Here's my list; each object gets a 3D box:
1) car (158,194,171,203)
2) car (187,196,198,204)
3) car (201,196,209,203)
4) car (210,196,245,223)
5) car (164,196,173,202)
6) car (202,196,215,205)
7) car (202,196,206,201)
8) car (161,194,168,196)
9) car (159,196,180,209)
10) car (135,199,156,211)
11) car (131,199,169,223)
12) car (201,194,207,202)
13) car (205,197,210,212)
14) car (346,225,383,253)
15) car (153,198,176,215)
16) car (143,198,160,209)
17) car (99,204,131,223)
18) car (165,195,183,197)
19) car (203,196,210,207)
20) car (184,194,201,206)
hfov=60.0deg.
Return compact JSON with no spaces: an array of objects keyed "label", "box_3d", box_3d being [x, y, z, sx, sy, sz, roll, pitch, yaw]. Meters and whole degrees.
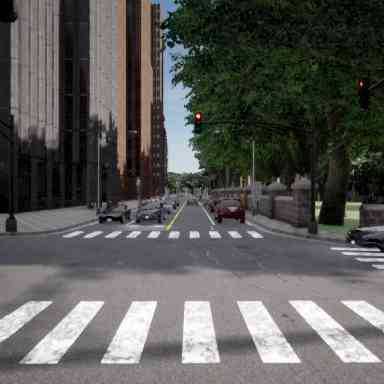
[{"label":"car","box_3d":[-5.678,1.357,68.880,2.192,1.841,5.009,0,0,0]},{"label":"car","box_3d":[0.081,1.602,65.761,1.994,1.385,4.181,0,0,0]},{"label":"car","box_3d":[2.854,1.573,74.501,1.752,1.417,4.829,0,0,0]},{"label":"car","box_3d":[2.794,1.319,25.223,2.192,1.841,5.009,0,0,0]},{"label":"car","box_3d":[-5.665,1.599,79.794,1.887,1.381,4.507,0,0,0]},{"label":"car","box_3d":[2.834,1.472,57.962,1.967,1.590,4.097,0,0,0]},{"label":"car","box_3d":[2.821,1.573,47.049,2.008,1.369,4.403,0,0,0]},{"label":"car","box_3d":[-5.685,1.618,63.423,1.802,1.307,4.206,0,0,0]},{"label":"car","box_3d":[-3.038,1.583,43.952,1.994,1.385,4.181,0,0,0]},{"label":"car","box_3d":[-5.711,1.568,41.595,2.008,1.369,4.403,0,0,0]},{"label":"car","box_3d":[-3.075,1.509,25.495,1.837,1.490,4.892,0,0,1]},{"label":"car","box_3d":[2.827,1.467,52.505,1.967,1.590,4.097,0,0,0]},{"label":"car","box_3d":[2.807,1.579,36.135,1.947,1.339,4.313,0,0,0]},{"label":"car","box_3d":[9.365,1.761,13.639,5.357,1.411,2.033,1,0,4]},{"label":"car","box_3d":[-3.056,1.612,34.751,1.895,1.301,4.718,0,0,0]},{"label":"car","box_3d":[-5.705,1.604,47.052,1.802,1.307,4.206,0,0,0]},{"label":"car","box_3d":[-5.731,1.570,25.224,1.947,1.339,4.313,0,0,0]},{"label":"car","box_3d":[-2.988,1.576,54.096,2.033,1.411,5.357,0,0,0]},{"label":"car","box_3d":[2.814,1.568,41.592,2.008,1.369,4.403,0,0,0]},{"label":"car","box_3d":[0.124,1.521,55.781,2.128,1.511,4.902,0,0,1]}]
